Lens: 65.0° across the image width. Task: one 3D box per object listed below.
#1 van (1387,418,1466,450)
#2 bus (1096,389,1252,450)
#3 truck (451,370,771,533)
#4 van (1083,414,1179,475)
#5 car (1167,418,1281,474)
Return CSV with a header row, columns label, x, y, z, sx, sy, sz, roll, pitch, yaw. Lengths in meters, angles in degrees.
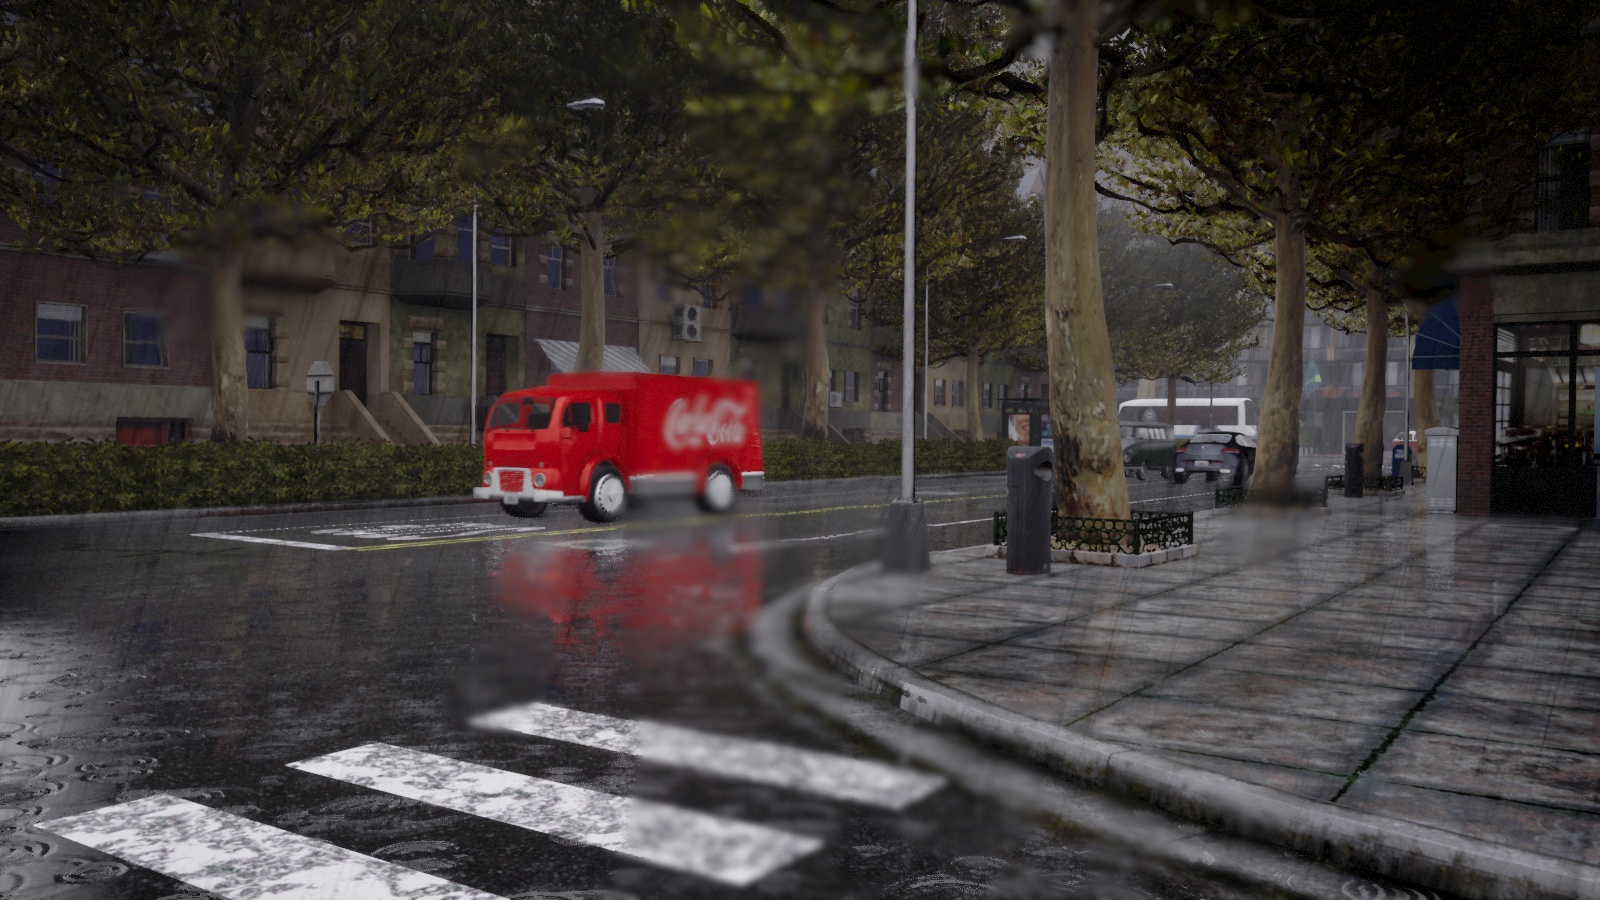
label,x,y,z,sx,sy,sz,roll,pitch,yaw
van,41.534,-1.058,83.273,4.480,2.038,2.069,0,1,34
bus,27.564,-2.161,92.749,10.273,4.253,3.944,0,1,34
truck,-3.109,-0.027,21.839,2.627,2.467,5.204,0,1,34
van,11.384,-0.206,42.968,1.775,1.987,4.442,0,1,34
car,13.569,-0.159,39.966,2.152,1.651,5.027,0,1,34
